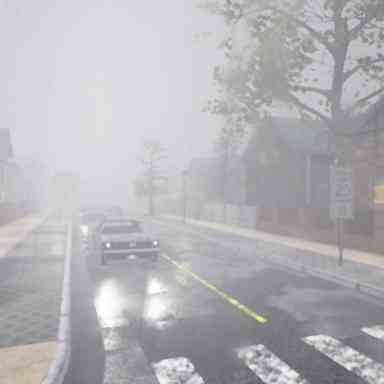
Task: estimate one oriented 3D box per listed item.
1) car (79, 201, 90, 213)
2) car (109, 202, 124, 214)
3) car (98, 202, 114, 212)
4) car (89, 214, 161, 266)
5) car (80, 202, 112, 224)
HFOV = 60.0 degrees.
[{"bbox_3d":[-13.553,1.957,43.121,1.812,1.442,4.674,1,-1,-20],"label":"car"},{"bbox_3d":[-9.313,1.926,39.602,1.812,1.442,4.674,1,-1,-19],"label":"car"},{"bbox_3d":[-12.695,2.115,48.868,1.895,1.301,4.718,1,-1,-20],"label":"car"},{"bbox_3d":[-2.539,1.688,12.163,1.895,1.301,4.718,1,-1,-20],"label":"car"},{"bbox_3d":[-7.887,1.765,27.039,1.812,1.442,4.674,1,-1,-19],"label":"car"}]
